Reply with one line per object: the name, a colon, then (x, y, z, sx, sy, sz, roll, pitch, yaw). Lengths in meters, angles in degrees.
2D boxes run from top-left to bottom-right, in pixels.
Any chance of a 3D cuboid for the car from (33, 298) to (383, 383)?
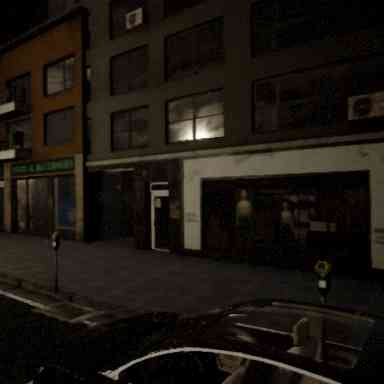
car: (0.535, 1.555, 2.481, 4.403, 1.369, 2.008, 0, -1, 36)
